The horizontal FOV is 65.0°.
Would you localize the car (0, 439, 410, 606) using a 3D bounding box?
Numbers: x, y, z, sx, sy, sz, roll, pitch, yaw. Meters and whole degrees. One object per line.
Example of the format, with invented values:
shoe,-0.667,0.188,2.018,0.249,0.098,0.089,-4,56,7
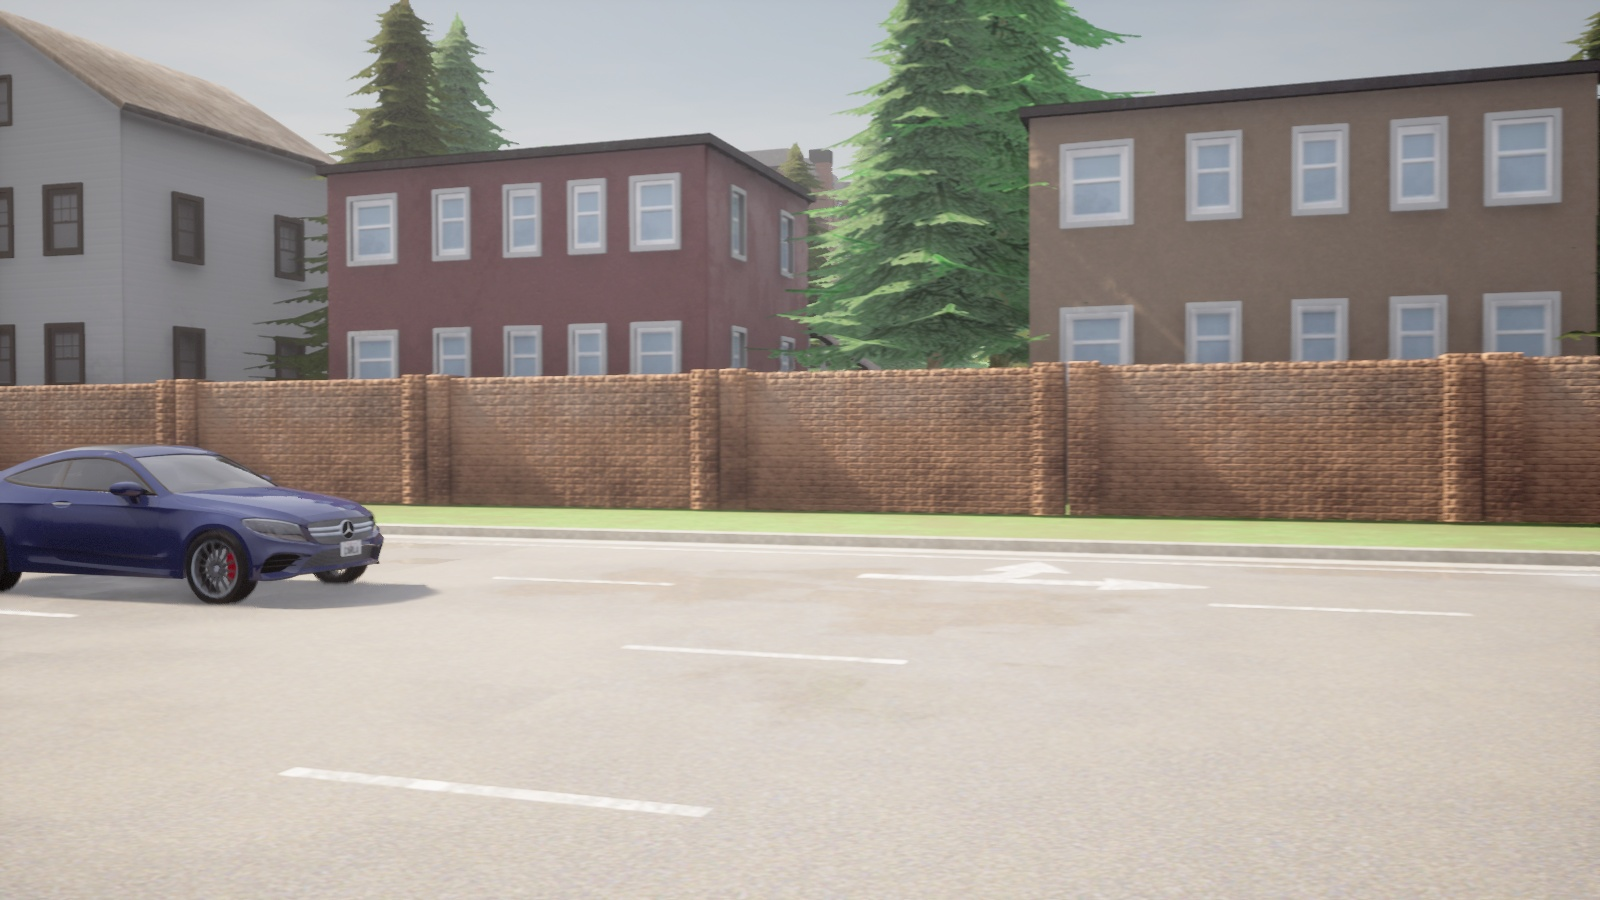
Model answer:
car,-6.488,0.625,12.688,4.674,1.442,1.812,1,1,18
